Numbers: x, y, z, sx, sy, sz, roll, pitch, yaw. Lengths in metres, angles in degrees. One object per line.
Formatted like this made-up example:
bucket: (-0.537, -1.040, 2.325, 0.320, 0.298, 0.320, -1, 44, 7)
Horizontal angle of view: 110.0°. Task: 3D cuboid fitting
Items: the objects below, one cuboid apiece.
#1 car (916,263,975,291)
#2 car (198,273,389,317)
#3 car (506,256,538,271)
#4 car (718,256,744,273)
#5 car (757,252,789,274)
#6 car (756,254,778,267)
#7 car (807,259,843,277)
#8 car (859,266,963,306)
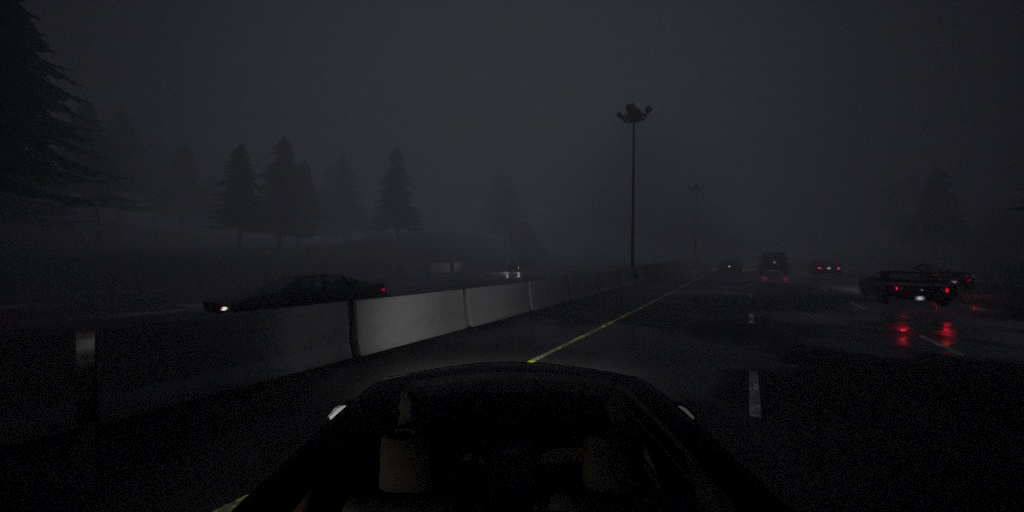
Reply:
car: (24.260, 1.114, 20.550, 1.812, 1.442, 4.674, 0, 1, 33)
car: (-6.807, 1.288, 11.979, 2.033, 1.411, 5.357, 0, 0, 33)
car: (1.198, 0.847, 42.971, 2.097, 1.767, 4.553, 0, 1, 33)
car: (22.425, 0.953, 36.826, 1.994, 1.385, 4.181, 0, 1, 34)
car: (24.964, 0.625, 34.317, 2.150, 2.045, 5.566, 0, 1, 33)
car: (33.193, 0.580, 46.765, 2.128, 1.511, 4.902, 0, 1, 33)
car: (27.028, 0.981, 31.086, 2.033, 1.411, 5.357, 0, 1, 33)
car: (16.676, 1.276, 15.418, 1.895, 1.301, 4.718, 0, 1, 33)
